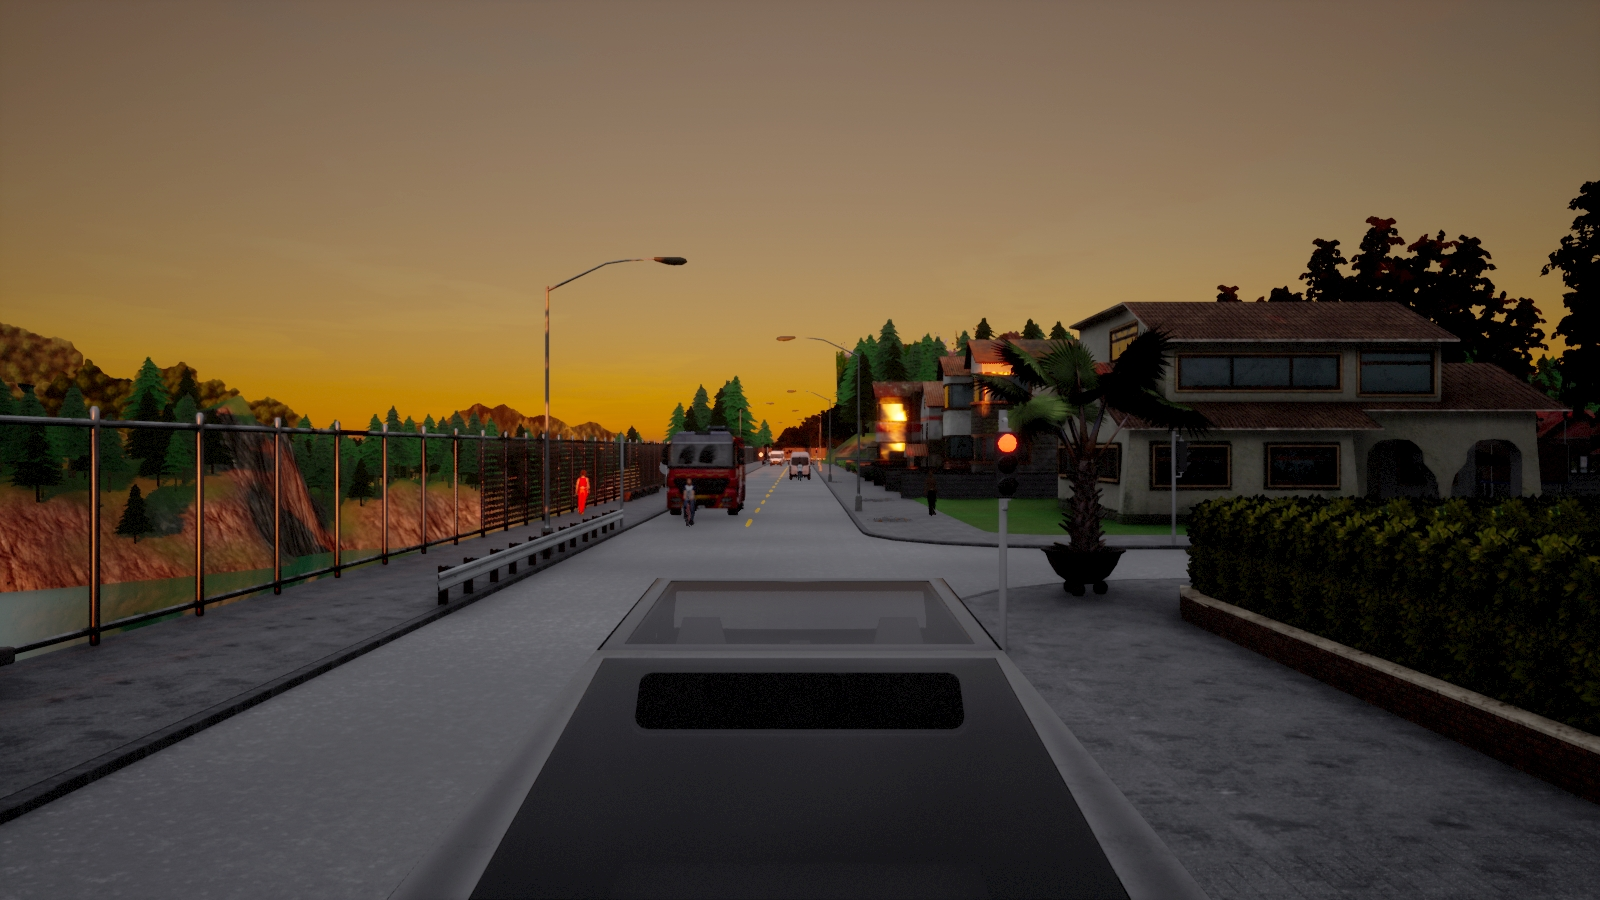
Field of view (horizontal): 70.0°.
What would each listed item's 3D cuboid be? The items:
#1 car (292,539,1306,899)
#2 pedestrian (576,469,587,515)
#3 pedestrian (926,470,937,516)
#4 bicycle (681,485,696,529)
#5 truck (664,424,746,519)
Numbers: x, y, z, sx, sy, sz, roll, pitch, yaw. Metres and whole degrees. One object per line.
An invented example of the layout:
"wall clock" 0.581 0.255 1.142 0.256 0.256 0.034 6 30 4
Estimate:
"car" -0.001 1.751 5.830 2.390 2.098 6.274 0 0 0
"pedestrian" -8.959 1.727 46.918 0.375 1.860 0.375 0 0 -2
"pedestrian" 5.265 1.718 45.770 0.375 1.860 0.375 0 0 -1
"bicycle" -3.999 2.040 41.133 0.373 1.496 1.643 0 0 0
"truck" -3.997 0.872 50.088 2.891 3.827 8.468 0 0 0
